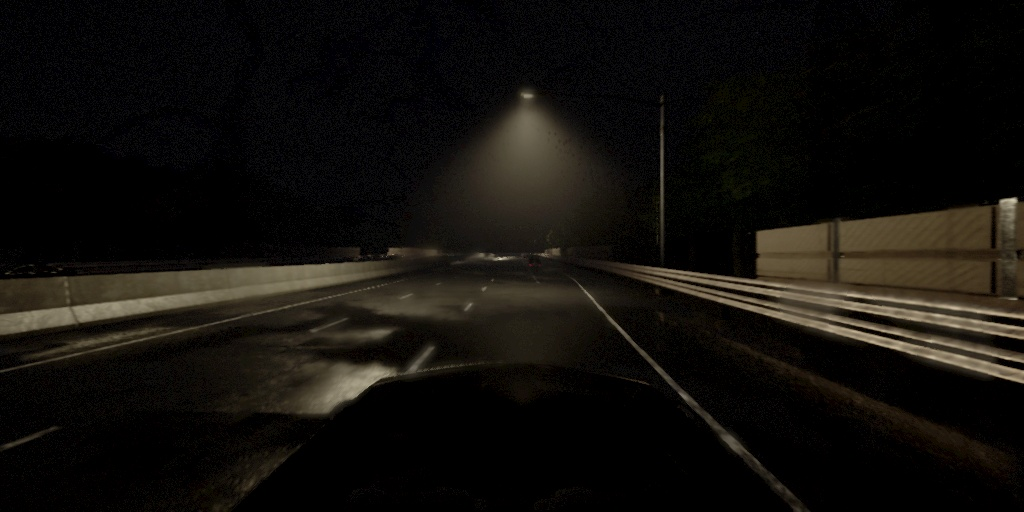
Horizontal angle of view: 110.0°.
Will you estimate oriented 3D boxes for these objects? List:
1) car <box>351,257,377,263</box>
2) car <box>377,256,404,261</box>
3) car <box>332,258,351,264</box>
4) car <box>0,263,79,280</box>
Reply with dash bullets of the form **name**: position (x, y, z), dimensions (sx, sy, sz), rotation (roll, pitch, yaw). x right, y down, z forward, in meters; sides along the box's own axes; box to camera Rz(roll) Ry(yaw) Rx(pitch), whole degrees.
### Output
- **car**: position (-20.536, 0.885, 51.353), dimensions (2.128, 1.511, 4.902), rotation (0, 1, 1)
- **car**: position (-17.035, 0.749, 51.367), dimensions (2.097, 1.767, 4.553), rotation (0, 1, 1)
- **car**: position (-24.038, 0.951, 51.324), dimensions (1.994, 1.385, 4.181), rotation (0, 1, 1)
- **car**: position (-27.228, 1.178, 19.701), dimensions (1.837, 1.490, 4.892), rotation (0, 0, -2)
